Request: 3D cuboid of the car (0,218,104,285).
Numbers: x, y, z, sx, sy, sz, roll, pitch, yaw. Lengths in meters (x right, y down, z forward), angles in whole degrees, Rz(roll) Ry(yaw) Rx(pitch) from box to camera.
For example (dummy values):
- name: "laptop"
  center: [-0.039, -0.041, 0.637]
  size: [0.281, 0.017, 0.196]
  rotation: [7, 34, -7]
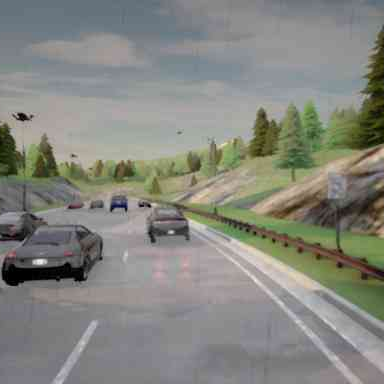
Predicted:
- name: "car"
  center: [-3.876, 1.648, 9.949]
  size: [1.994, 1.385, 4.181]
  rotation: [-1, 0, -7]

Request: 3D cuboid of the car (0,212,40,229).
- name: "car"
  center: [-8.427, 1.707, 16.207]
  size: [1.812, 1.442, 4.674]
  rotation: [-1, 0, -8]

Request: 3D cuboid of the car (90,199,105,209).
- name: "car"
  center: [-14.460, 1.801, 50.999]
  size: [2.128, 1.511, 4.902]
  rotation: [-1, 0, -11]

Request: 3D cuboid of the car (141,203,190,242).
- name: "car"
  center: [-1.296, 1.520, 16.629]
  size: [2.128, 1.511, 4.902]
  rotation: [-1, 0, -10]

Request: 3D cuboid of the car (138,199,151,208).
- name: "car"
  center: [-7.403, 1.759, 51.491]
  size: [1.895, 1.301, 4.718]
  rotation: [-1, 0, -11]

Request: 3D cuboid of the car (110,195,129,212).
- name: "car"
  center: [-9.505, 1.425, 43.662]
  size: [2.150, 2.045, 5.566]
  rotation: [-1, 0, -10]

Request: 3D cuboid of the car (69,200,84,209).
- name: "car"
  center: [-18.481, 1.960, 53.239]
  size: [1.994, 1.385, 4.181]
  rotation: [-1, 0, -11]
